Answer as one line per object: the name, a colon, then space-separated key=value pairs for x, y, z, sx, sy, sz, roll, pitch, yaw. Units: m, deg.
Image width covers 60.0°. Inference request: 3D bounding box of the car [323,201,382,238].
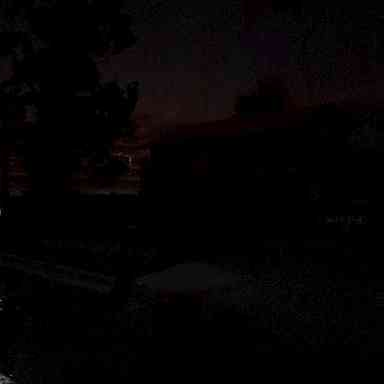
car: x=7.319 y=1.168 z=15.100 sx=1.970 sy=1.475 sz=3.806 roll=0 pitch=0 yaw=36
